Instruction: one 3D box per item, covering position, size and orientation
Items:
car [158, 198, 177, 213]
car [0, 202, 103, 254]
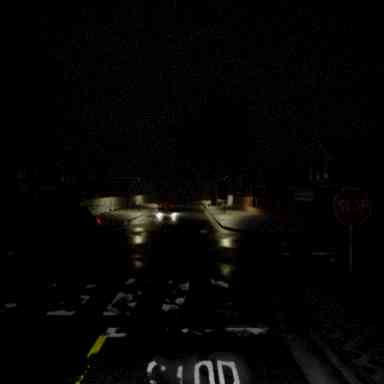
[{"bbox_3d":[-2.752,1.449,37.482,1.882,1.535,5.008,0,0,0],"label":"car"},{"bbox_3d":[-6.071,1.317,13.541,4.553,1.767,2.097,0,-1,-35],"label":"car"}]
